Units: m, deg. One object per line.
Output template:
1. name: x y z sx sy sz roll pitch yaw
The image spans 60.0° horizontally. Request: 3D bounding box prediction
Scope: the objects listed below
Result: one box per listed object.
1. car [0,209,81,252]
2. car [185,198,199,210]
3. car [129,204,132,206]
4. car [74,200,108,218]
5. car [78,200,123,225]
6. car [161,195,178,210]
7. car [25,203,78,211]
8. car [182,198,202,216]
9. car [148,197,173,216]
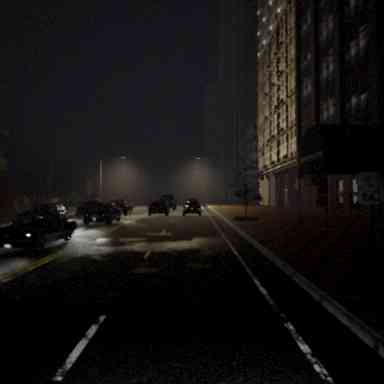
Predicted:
1. car: -6.559 1.622 14.067 1.895 1.301 4.718 0 0 1
2. car: 0.053 1.630 47.145 1.882 1.535 5.008 0 0 1
3. car: -6.490 1.338 29.462 1.994 1.385 4.181 0 0 0
4. car: -9.739 1.559 32.480 1.882 1.535 5.008 0 0 0
5. car: -6.492 1.542 24.538 2.128 1.511 4.902 0 0 0
6. car: -3.220 1.368 45.245 2.150 2.045 5.566 0 0 0
7. car: -9.752 1.534 22.207 2.128 1.511 4.902 0 0 0
8. car: 0.012 1.631 33.288 2.033 1.411 5.357 0 0 0
9. car: -3.238 1.562 33.293 1.882 1.535 5.008 0 0 0
